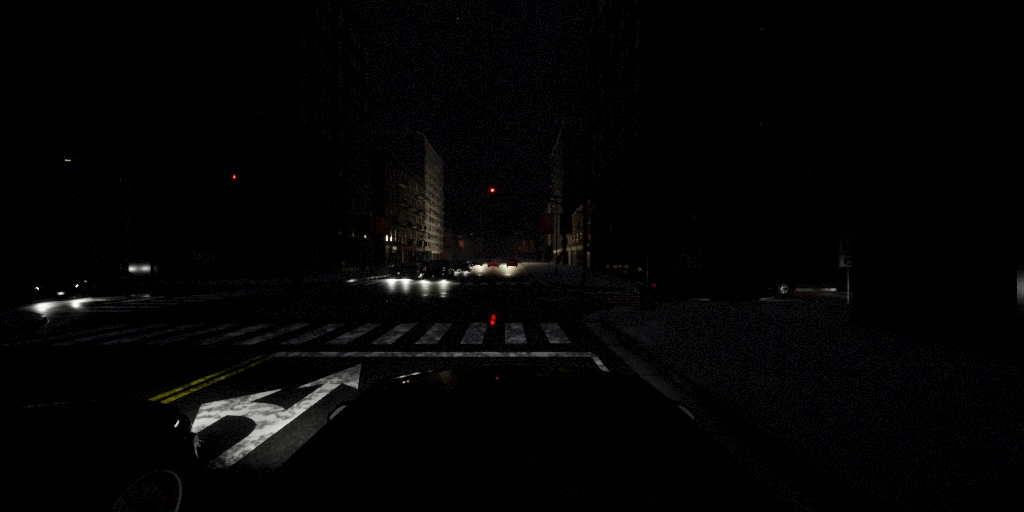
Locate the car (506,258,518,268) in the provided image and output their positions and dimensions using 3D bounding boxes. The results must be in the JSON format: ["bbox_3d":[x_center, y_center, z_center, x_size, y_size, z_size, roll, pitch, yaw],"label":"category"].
[{"bbox_3d":[0.008,1.249,62.161,1.837,1.490,4.892,0,0,0],"label":"car"}]

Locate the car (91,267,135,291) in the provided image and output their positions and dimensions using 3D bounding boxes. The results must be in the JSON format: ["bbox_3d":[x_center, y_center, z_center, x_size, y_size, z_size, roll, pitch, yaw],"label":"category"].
[{"bbox_3d":[-25.372,1.331,21.598,4.313,1.339,1.948,0,0,0],"label":"car"}]

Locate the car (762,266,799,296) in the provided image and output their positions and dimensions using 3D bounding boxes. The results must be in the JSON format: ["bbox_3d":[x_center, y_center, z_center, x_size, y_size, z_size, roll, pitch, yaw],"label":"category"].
[{"bbox_3d":[12.459,1.295,19.202,4.892,1.490,1.837,0,0,2],"label":"car"}]

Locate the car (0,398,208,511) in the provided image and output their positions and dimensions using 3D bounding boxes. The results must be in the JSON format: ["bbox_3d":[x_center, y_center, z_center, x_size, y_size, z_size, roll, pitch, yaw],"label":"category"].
[{"bbox_3d":[-3.245,1.276,0.749,1.812,1.442,4.674,0,0,0],"label":"car"}]

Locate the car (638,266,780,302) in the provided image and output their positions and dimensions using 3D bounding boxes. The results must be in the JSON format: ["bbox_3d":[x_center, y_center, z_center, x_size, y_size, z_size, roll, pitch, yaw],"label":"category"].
[{"bbox_3d":[8.561,1.318,16.180,5.357,1.411,2.033,0,0,-1],"label":"car"}]

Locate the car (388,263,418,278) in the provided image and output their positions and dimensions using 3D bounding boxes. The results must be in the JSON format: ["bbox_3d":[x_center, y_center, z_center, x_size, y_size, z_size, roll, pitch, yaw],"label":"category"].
[{"bbox_3d":[-9.845,1.315,33.144,1.994,1.385,4.181,0,0,0],"label":"car"}]

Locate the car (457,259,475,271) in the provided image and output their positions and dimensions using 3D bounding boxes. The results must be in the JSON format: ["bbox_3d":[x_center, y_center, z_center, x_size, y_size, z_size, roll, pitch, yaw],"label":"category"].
[{"bbox_3d":[-6.594,1.295,47.921,2.033,1.411,5.357,0,0,0],"label":"car"}]

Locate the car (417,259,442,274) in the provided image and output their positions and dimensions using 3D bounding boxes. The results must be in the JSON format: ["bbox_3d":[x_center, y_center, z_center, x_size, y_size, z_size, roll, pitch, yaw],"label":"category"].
[{"bbox_3d":[-9.844,1.226,43.159,1.882,1.535,5.008,0,0,0],"label":"car"}]

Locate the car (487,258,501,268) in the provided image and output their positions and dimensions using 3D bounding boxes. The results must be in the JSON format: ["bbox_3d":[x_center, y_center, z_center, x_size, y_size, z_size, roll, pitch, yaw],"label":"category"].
[{"bbox_3d":[-3.242,1.345,62.608,1.895,1.301,4.718,0,0,0],"label":"car"}]

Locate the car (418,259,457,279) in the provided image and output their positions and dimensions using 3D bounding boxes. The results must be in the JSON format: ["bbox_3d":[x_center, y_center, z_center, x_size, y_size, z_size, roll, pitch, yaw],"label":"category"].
[{"bbox_3d":[-6.595,1.103,32.243,2.097,1.767,4.553,0,0,0],"label":"car"}]

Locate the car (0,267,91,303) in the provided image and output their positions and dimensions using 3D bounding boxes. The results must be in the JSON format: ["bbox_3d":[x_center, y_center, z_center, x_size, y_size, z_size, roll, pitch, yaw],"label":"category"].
[{"bbox_3d":[-22.895,1.292,16.100,5.357,1.411,2.033,0,0,0],"label":"car"}]
